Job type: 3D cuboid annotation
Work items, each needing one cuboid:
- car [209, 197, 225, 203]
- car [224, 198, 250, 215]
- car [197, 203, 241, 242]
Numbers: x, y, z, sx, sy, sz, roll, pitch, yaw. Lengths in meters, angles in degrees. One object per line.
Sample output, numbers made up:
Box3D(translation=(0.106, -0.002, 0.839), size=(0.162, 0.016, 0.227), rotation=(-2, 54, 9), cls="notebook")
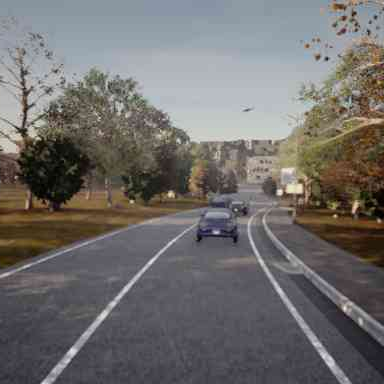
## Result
Box3D(translation=(3.569, 1.394, 43.099), size=(1.882, 1.535, 5.008), rotation=(2, 0, 17), cls="car")
Box3D(translation=(4.728, 1.525, 33.499), size=(1.812, 1.442, 4.674), rotation=(1, 0, 14), cls="car")
Box3D(translation=(1.306, 1.511, 16.239), size=(1.812, 1.442, 4.674), rotation=(1, 0, 7), cls="car")
